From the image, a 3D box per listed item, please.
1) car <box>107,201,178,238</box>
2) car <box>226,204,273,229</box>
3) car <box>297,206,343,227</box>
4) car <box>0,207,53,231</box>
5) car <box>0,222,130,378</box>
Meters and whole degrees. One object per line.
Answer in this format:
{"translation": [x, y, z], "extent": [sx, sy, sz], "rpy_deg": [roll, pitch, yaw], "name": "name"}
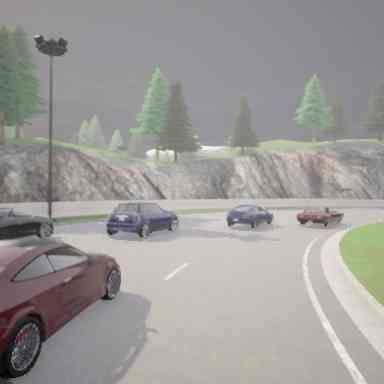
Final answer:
{"translation": [-2.490, 1.310, 17.756], "extent": [2.097, 1.767, 4.553], "rpy_deg": [1, 0, 24], "name": "car"}
{"translation": [3.904, 1.550, 22.215], "extent": [1.812, 1.442, 4.674], "rpy_deg": [0, 0, 33], "name": "car"}
{"translation": [9.213, 1.682, 23.675], "extent": [1.895, 1.301, 4.718], "rpy_deg": [1, 0, 39], "name": "car"}
{"translation": [-7.986, 1.392, 14.063], "extent": [2.128, 1.511, 4.902], "rpy_deg": [1, 0, 17], "name": "car"}
{"translation": [-2.710, 1.491, 5.435], "extent": [1.812, 1.442, 4.674], "rpy_deg": [0, 0, 8], "name": "car"}
